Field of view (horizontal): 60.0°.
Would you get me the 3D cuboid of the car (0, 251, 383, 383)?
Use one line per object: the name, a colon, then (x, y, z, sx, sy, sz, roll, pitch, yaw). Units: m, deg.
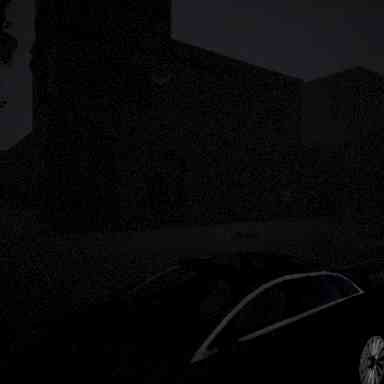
car: (0.389, 1.507, 3.659, 4.902, 1.511, 2.128, 0, 0, -36)
